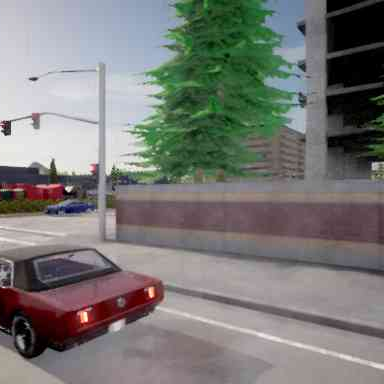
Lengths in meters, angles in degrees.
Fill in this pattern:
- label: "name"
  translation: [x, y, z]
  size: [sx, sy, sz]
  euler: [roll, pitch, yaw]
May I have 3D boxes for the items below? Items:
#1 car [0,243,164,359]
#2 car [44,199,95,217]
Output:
- label: "car"
  translation: [-2.863, 1.618, 6.025]
  size: [4.718, 1.301, 1.895]
  euler: [0, 0, 36]
- label: "car"
  translation: [-11.880, 1.508, 32.479]
  size: [1.882, 1.535, 5.008]
  euler: [0, 0, 35]
